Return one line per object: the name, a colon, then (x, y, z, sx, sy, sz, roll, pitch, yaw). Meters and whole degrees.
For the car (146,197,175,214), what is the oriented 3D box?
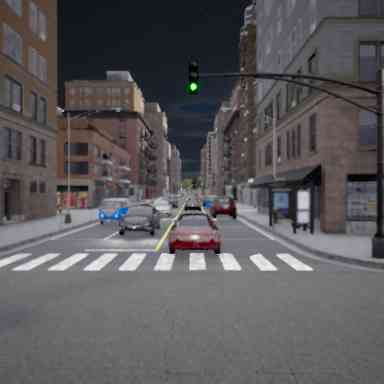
car: (-2.835, 1.518, 30.898, 1.812, 1.442, 4.674, 0, 0, 0)

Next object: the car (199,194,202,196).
car: (2.685, 1.310, 50.627, 2.192, 1.841, 5.009, 0, 0, 0)

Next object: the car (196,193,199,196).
car: (2.660, 1.428, 77.658, 1.967, 1.590, 4.097, 0, 0, 0)

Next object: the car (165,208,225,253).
car: (0.100, 1.563, 13.702, 1.994, 1.385, 4.181, 0, 0, 0)

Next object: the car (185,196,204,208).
car: (0.098, 1.557, 42.049, 1.994, 1.385, 4.181, 0, 0, 0)

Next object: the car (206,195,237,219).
car: (2.706, 1.314, 29.002, 2.192, 1.841, 5.009, 0, 0, 0)

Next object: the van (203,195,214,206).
van: (2.680, 1.334, 56.033, 1.690, 1.788, 3.998, 0, 0, 0)

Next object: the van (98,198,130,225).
van: (-5.407, 1.331, 23.594, 1.690, 1.788, 3.998, 0, 0, 0)

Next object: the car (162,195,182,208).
car: (-2.805, 1.536, 45.585, 2.033, 1.411, 5.357, 0, 0, 0)

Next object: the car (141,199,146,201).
car: (-5.404, 1.554, 34.407, 1.947, 1.339, 4.313, 0, 0, 0)

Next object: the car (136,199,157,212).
car: (-5.403, 1.532, 39.813, 1.887, 1.381, 4.507, 0, 0, 0)

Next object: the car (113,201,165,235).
car: (-2.840, 1.499, 18.837, 1.837, 1.490, 4.892, 0, 0, 0)

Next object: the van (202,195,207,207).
van: (2.691, 1.337, 45.220, 1.690, 1.788, 3.998, 0, 0, 0)

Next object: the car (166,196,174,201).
car: (-5.392, 1.559, 83.063, 1.802, 1.307, 4.206, 0, 0, 0)
